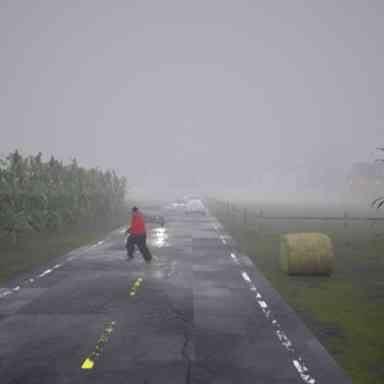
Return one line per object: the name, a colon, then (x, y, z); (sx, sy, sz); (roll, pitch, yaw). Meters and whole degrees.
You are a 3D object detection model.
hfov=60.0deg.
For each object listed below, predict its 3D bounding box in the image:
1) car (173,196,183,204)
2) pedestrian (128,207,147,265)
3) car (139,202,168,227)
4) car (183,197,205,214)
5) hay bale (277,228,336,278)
car: (-2.442, 1.505, 62.508); (1.994, 1.385, 4.181); (0, 0, 1)
pedestrian: (-1.678, 1.291, 10.247); (0.375, 1.860, 0.375); (1, -1, -3)
car: (-2.714, 1.499, 23.012); (1.837, 1.490, 4.892); (0, 0, 0)
car: (0.295, 1.509, 34.405); (1.812, 1.442, 4.674); (0, 0, 1)
hay bale: (3.173, 1.655, 9.351); (1.220, 1.180, 1.240); (-1, -1, 0)
